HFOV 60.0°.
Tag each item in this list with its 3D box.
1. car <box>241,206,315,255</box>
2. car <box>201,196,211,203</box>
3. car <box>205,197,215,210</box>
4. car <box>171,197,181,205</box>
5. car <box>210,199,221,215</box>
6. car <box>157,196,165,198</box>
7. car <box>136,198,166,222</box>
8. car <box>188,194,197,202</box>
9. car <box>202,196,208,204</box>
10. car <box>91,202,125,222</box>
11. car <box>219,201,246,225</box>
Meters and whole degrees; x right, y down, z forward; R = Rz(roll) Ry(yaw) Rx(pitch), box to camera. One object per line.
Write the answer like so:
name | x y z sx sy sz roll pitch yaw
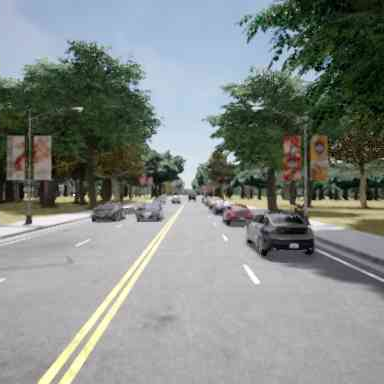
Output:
car | 3.355 1.525 13.349 1.837 1.490 4.892 0 0 0
car | 3.275 1.769 79.099 2.033 1.649 4.856 0 0 0
car | 3.265 1.749 46.128 1.895 1.301 4.718 0 0 0
car | -3.229 1.739 68.117 1.882 1.535 5.008 0 0 0
car | 3.261 1.688 35.129 1.895 1.301 4.718 0 0 0
car | -6.479 1.617 68.154 2.097 1.767 4.553 0 0 0
car | -3.339 1.542 26.987 2.128 1.511 4.902 0 0 0
car | 0.029 1.477 88.915 2.150 2.045 5.566 0 0 0
car | 3.269 1.756 57.098 2.033 1.411 5.357 0 0 0
car | -6.588 1.554 26.564 1.837 1.490 4.892 0 0 0
car | 3.258 1.566 24.097 1.812 1.442 4.674 0 0 0
